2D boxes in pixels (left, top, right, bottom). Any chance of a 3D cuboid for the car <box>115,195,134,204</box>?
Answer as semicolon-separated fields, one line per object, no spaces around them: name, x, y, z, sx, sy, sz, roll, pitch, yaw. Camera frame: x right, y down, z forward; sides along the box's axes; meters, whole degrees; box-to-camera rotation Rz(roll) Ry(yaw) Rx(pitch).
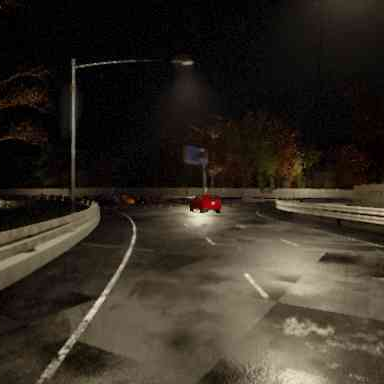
car;-13.426;1.468;66.252;1.837;1.490;4.892;0;0;-37

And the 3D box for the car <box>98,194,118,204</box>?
car;-16.313;1.297;64.278;2.097;1.767;4.553;0;0;-37

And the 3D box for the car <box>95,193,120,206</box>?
car;-13.592;1.431;53.328;1.882;1.535;5.008;0;0;-30

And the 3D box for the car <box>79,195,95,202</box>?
car;-18.764;1.472;61.684;2.033;1.411;5.357;0;0;-34

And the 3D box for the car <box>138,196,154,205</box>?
car;-8.336;1.472;58.275;1.882;1.535;5.008;0;0;-30

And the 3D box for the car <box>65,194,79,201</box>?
car;-25.079;1.228;69.981;1.812;1.442;4.674;0;0;-43

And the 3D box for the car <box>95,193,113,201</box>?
car;-19.688;1.100;74.450;2.097;1.767;4.553;0;0;-43

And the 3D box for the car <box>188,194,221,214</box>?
car;1.338;1.270;36.437;2.150;2.045;5.566;1;0;-18

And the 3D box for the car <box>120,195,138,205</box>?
car;-11.478;1.449;56.721;1.882;1.535;5.008;0;0;-30

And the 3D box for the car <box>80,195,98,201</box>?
car;-22.395;1.277;72.227;1.994;1.385;4.181;0;0;-43
